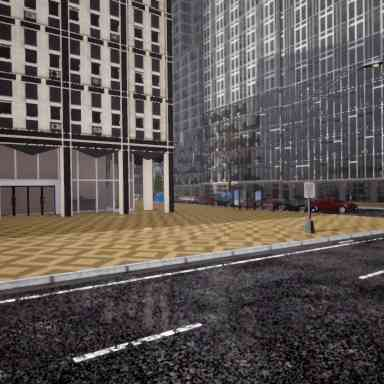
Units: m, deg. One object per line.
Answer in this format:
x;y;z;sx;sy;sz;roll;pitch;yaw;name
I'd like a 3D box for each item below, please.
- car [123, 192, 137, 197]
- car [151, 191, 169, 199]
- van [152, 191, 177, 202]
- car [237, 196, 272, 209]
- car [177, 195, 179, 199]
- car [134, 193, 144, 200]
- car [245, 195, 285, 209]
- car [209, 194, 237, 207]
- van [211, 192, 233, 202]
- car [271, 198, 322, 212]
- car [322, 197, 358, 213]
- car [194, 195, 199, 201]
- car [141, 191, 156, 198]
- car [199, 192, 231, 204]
-17.118;0.689;91.715;2.008;1.369;4.403;0;1;-34;car
-7.537;0.615;77.609;2.192;1.841;5.009;0;1;-34;car
-4.887;0.937;58.798;1.690;1.788;3.998;0;1;-34;van
7.795;1.388;39.935;1.802;1.307;4.206;0;1;-34;car
-4.343;0.936;72.911;1.802;1.307;4.206;0;1;-34;car
-11.275;1.040;68.203;2.008;1.369;4.403;0;1;-34;car
9.255;1.228;42.580;1.882;1.535;5.008;-1;1;-34;car
4.650;1.319;44.668;1.947;1.339;4.313;0;1;-34;car
5.239;0.855;58.804;1.690;1.788;3.998;0;1;-34;van
10.975;1.424;35.221;1.947;1.339;4.313;0;1;-34;car
14.655;1.315;34.629;1.882;1.535;5.008;-1;1;-34;car
2.045;1.043;63.508;1.802;1.307;4.206;0;1;-34;car
-10.731;0.686;82.311;1.967;1.590;4.097;0;1;-34;car
3.601;1.011;50.885;2.097;1.767;4.553;-1;1;-35;car
